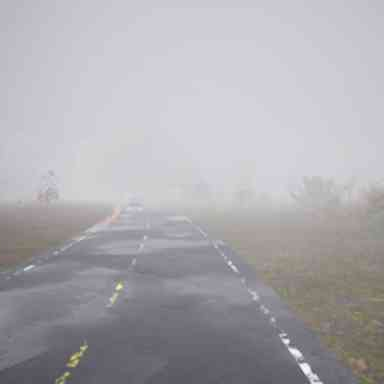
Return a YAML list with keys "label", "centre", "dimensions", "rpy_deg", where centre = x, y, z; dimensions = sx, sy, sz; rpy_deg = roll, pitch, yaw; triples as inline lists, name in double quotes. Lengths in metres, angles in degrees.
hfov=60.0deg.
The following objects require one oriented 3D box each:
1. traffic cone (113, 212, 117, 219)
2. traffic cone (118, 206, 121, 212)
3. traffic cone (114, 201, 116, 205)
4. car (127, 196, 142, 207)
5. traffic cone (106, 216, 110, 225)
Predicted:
- label: "traffic cone"
  centre: [-6.253, 1.883, 26.893]
  dimensions: [0.340, 0.580, 0.340]
  rpy_deg: [0, 0, -8]
- label: "traffic cone"
  centre: [-7.040, 1.869, 31.759]
  dimensions: [0.340, 0.580, 0.340]
  rpy_deg: [0, 0, -10]
- label: "traffic cone"
  centre: [-11.440, 1.815, 50.974]
  dimensions: [0.340, 0.580, 0.340]
  rpy_deg: [0, 0, -16]
- label: "car"
  centre: [-8.295, 1.369, 47.587]
  dimensions: [1.837, 1.490, 4.892]
  rpy_deg: [0, 0, -15]
- label: "traffic cone"
  centre: [-5.591, 1.898, 22.007]
  dimensions: [0.340, 0.580, 0.340]
  rpy_deg: [0, 0, -7]
